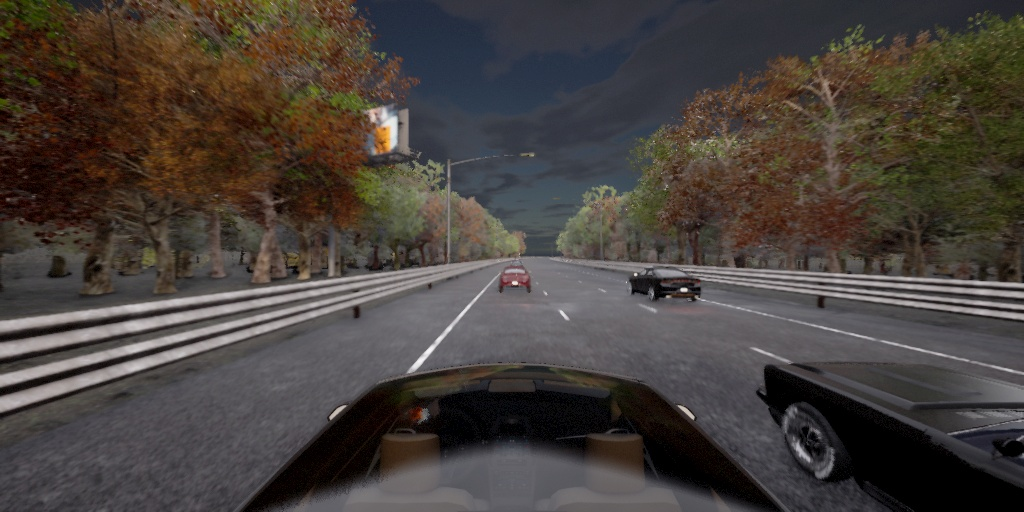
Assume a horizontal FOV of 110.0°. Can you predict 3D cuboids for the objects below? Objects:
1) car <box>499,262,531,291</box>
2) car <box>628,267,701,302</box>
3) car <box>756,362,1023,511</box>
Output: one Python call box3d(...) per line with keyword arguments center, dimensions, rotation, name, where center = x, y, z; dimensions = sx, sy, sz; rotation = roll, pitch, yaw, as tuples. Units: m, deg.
box3d(center=(0.183, 1.305, 21.861), dimensions=(1.812, 1.442, 4.674), rotation=(0, 0, 1), name="car")
box3d(center=(7.141, 1.258, 17.314), dimensions=(1.882, 1.535, 5.008), rotation=(0, 0, 0), name="car")
box3d(center=(3.579, 1.355, 1.733), dimensions=(1.895, 1.301, 4.718), rotation=(0, 0, 0), name="car")
